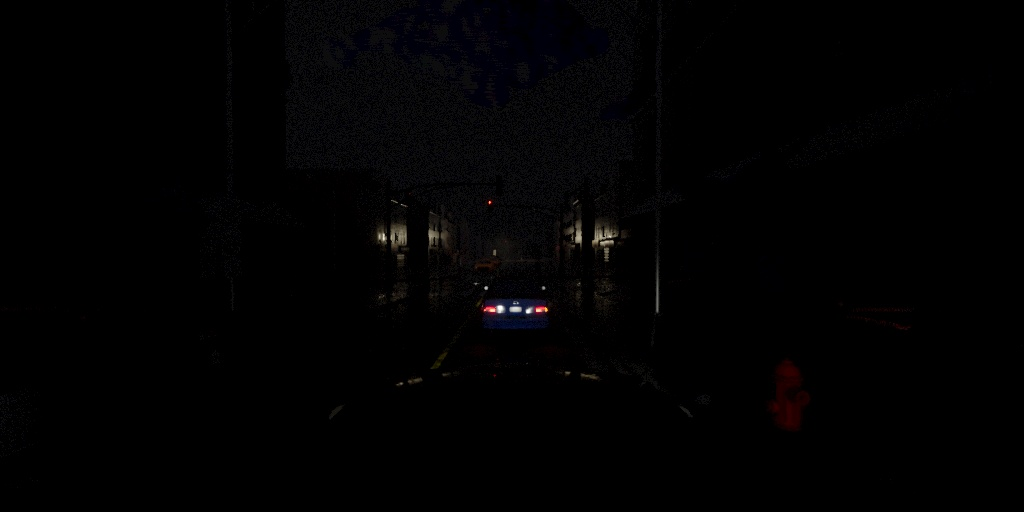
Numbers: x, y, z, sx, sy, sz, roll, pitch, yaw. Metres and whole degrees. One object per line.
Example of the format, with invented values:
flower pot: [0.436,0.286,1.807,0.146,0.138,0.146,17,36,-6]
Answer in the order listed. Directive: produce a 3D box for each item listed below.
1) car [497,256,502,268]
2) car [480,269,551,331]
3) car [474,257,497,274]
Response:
car: [-2.847,0.966,53.025,1.882,1.535,5.008,0,1,0]
car: [0.088,1.283,10.842,2.033,1.411,5.357,0,0,0]
car: [-2.841,1.076,37.653,1.882,1.535,5.008,0,0,0]
